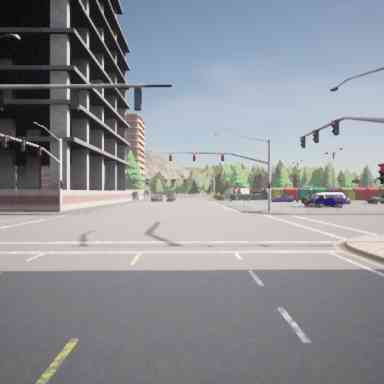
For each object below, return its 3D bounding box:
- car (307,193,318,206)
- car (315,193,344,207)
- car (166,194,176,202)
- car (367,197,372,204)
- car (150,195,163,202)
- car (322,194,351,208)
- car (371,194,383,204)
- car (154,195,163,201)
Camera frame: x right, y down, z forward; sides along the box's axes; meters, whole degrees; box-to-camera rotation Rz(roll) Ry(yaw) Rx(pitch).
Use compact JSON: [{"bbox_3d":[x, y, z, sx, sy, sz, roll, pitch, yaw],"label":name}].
[{"bbox_3d":[24.323,1.207,61.209,4.605,1.855,1.932,0,0,0],"label":"car"},{"bbox_3d":[24.383,1.417,58.526,3.905,1.438,1.784,0,0,0],"label":"car"},{"bbox_3d":[-4.597,1.335,74.117,2.097,1.767,4.553,0,0,-1],"label":"car"},{"bbox_3d":[39.418,1.418,69.710,3.905,1.438,1.784,0,0,0],"label":"car"},{"bbox_3d":[-8.097,1.458,74.050,1.882,1.535,5.008,0,0,-1],"label":"car"},{"bbox_3d":[24.392,1.449,55.631,3.806,1.475,1.970,0,0,0],"label":"car"},{"bbox_3d":[39.364,1.207,66.813,4.605,1.855,1.932,0,0,0],"label":"car"},{"bbox_3d":[-8.174,1.487,81.359,1.837,1.490,4.892,0,0,-1],"label":"car"}]
